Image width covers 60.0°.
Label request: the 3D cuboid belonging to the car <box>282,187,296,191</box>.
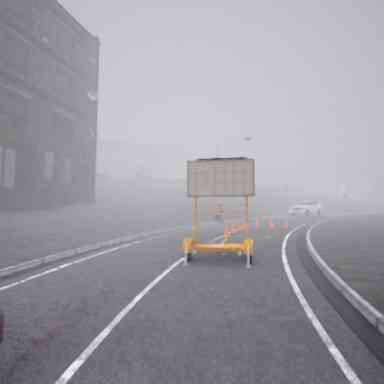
[{"bbox_3d":[21.204,-0.509,76.874,4.674,1.452,2.002,4,-6,-38],"label":"car"}]

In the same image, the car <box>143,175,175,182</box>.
[{"bbox_3d":[-6.151,-2.130,57.836,4.892,1.521,2.231,3,-5,-32],"label":"car"}]

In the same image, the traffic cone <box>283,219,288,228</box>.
[{"bbox_3d":[6.663,2.226,23.633,0.340,0.580,0.340,-2,-2,18],"label":"traffic cone"}]

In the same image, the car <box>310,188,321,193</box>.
[{"bbox_3d":[29.696,-0.058,83.942,4.553,1.767,2.185,4,-6,-40],"label":"car"}]

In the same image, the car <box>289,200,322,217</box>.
[{"bbox_3d":[14.387,2.049,41.939,5.566,2.045,2.150,1,-4,-45],"label":"car"}]

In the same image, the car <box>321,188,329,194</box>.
[{"bbox_3d":[33.899,0.170,87.654,5.566,2.045,2.435,5,-7,-41],"label":"car"}]

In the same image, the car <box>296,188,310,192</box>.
[{"bbox_3d":[25.407,-0.259,80.289,4.892,1.521,2.231,4,-6,-39],"label":"car"}]

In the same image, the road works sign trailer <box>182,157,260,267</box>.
[{"bbox_3d":[1.057,0.574,11.903,2.380,3.560,2.880,-1,-1,13],"label":"road works sign trailer"}]

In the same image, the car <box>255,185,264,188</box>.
[{"bbox_3d":[12.267,-1.247,70.083,4.553,1.767,2.185,3,-6,-35],"label":"car"}]

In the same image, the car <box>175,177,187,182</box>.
[{"bbox_3d":[-1.468,-1.906,60.750,4.892,1.521,2.231,3,-5,-32],"label":"car"}]

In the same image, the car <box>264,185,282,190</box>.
[{"bbox_3d":[16.851,-0.804,73.493,4.792,1.488,2.163,4,-6,-37],"label":"car"}]

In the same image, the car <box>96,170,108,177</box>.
[{"bbox_3d":[-15.443,-2.675,52.084,4.553,1.767,2.185,3,-5,-32],"label":"car"}]

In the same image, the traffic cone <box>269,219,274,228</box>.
[{"bbox_3d":[5.714,2.255,23.939,0.340,0.580,0.340,-2,-2,18],"label":"traffic cone"}]

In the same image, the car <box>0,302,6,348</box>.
[{"bbox_3d":[-3.298,1.541,2.298,1.812,1.442,4.674,0,-1,4],"label":"car"}]
